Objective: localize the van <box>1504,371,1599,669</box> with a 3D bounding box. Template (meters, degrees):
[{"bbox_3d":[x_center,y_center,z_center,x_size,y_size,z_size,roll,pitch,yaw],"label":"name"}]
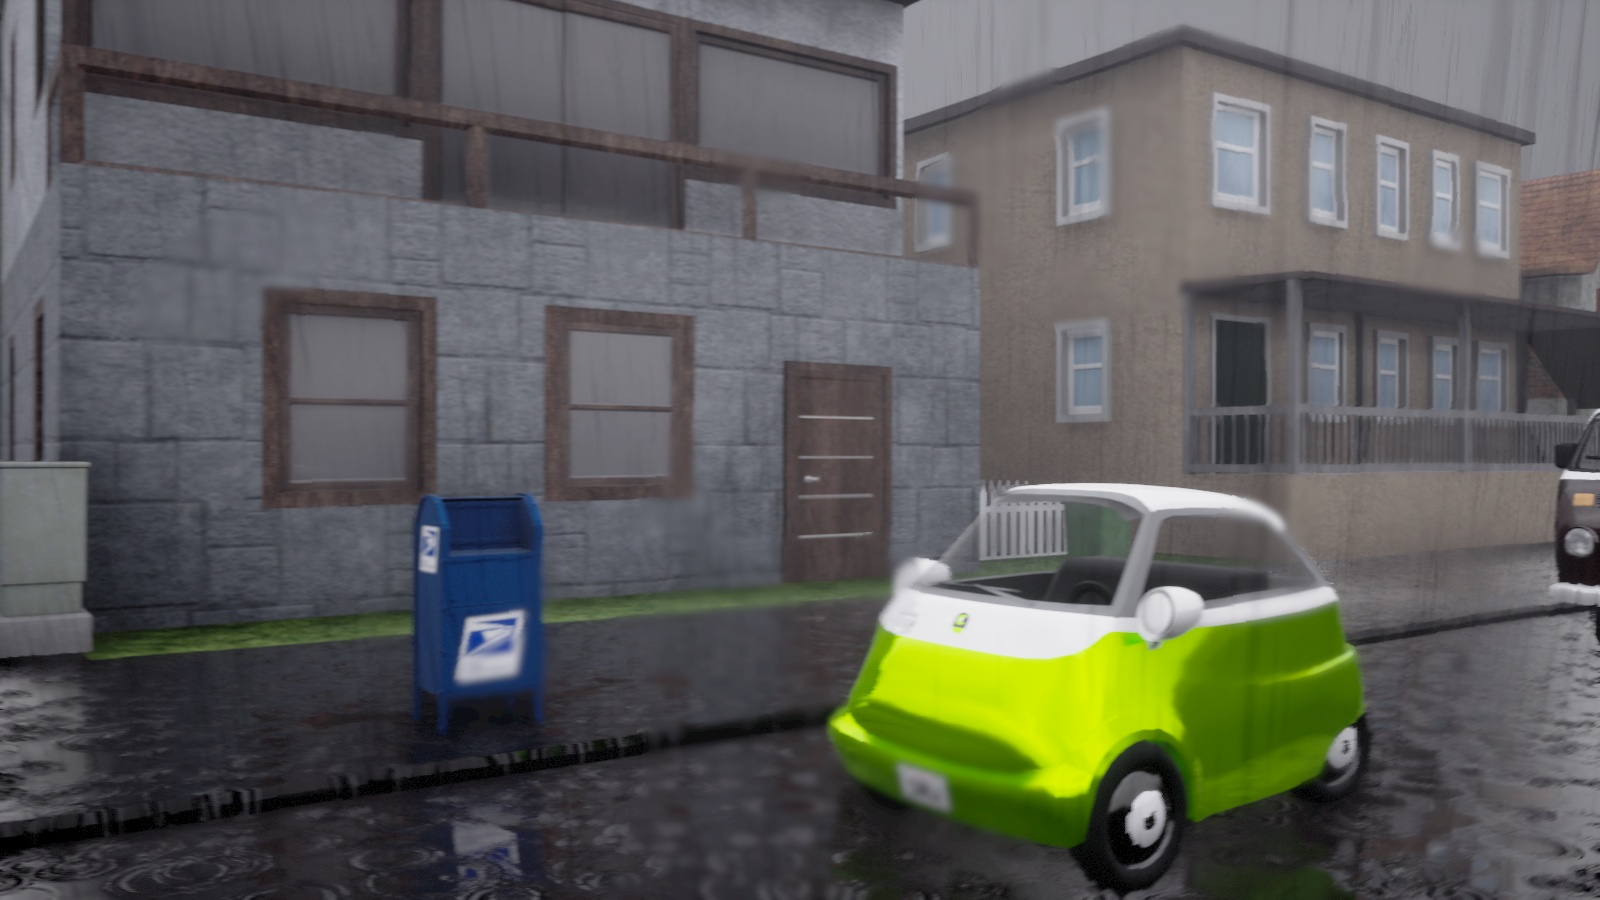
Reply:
[{"bbox_3d":[7.536,0.476,9.531,4.480,2.038,2.069,0,0,-35],"label":"van"}]

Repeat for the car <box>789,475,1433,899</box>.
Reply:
[{"bbox_3d":[1.284,0.810,5.163,2.207,1.376,1.481,0,0,-35],"label":"car"}]
